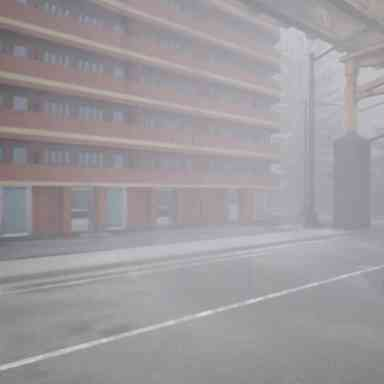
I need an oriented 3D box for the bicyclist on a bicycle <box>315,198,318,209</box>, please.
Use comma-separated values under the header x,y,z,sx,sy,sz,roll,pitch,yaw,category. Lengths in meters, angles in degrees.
x,y,z,sx,sy,sz,roll,pitch,yaw,category
15.377,1.368,41.734,1.656,1.620,0.582,0,0,-35,bicyclist on a bicycle
